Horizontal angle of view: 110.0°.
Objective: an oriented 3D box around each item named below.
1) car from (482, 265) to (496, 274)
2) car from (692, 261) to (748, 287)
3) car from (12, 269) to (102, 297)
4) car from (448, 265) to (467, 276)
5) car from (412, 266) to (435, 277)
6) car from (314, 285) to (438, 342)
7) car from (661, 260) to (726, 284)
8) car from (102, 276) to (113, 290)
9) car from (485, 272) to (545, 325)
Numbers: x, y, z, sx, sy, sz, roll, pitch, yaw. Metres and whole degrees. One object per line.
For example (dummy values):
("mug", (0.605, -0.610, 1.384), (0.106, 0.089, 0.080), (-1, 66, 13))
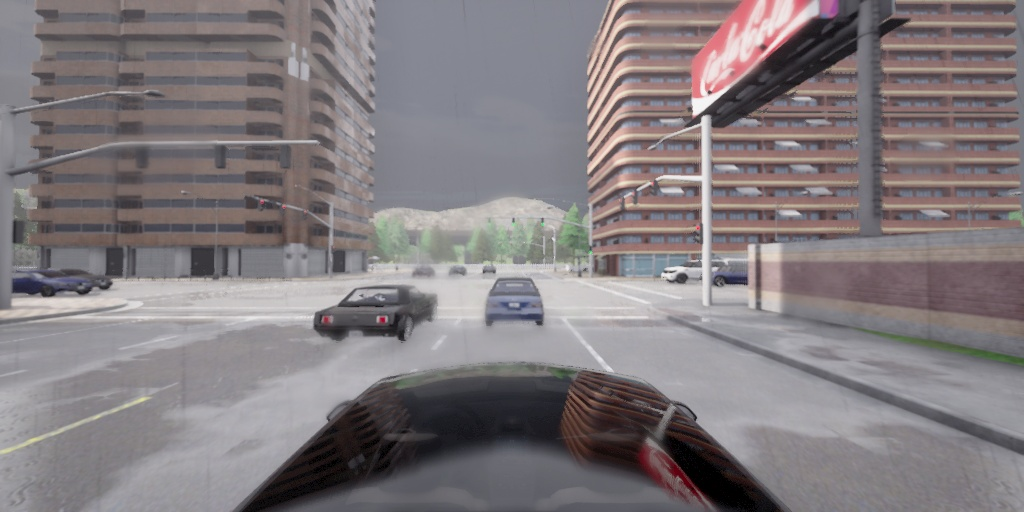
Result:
("car", (-3.436, 1.995, 54.485), (1.994, 1.385, 4.181), (0, -1, 0))
("car", (16.741, 1.435, 27.431), (4.553, 1.767, 2.097), (0, -1, 0))
("car", (-26.397, 1.510, 19.995), (4.674, 1.442, 1.812), (0, -1, -1))
("car", (-7.073, 1.900, 47.128), (1.994, 1.385, 4.181), (0, -1, 1))
("car", (-10.591, 1.851, 43.313), (1.994, 1.385, 4.181), (0, -1, 1))
("car", (-3.421, 1.459, 10.113), (1.895, 1.301, 4.718), (0, -1, 0))
("car", (15.907, 1.350, 30.929), (5.566, 2.045, 2.150), (0, -1, 0))
("car", (-29.116, 1.555, 23.478), (4.674, 1.442, 1.812), (0, -1, -1))
("car", (0.084, 1.436, 12.401), (2.033, 1.411, 5.357), (0, -1, 0))
